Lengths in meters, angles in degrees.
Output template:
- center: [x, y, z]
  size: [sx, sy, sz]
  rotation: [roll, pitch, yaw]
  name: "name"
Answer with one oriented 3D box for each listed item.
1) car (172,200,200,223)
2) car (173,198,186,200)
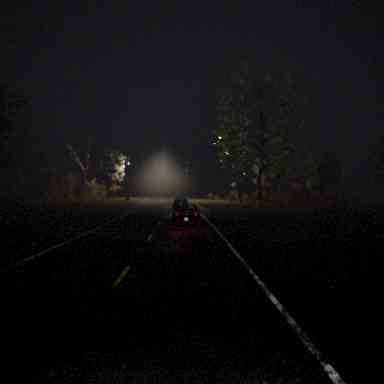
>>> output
- center: [-0.474, 1.496, 24.225]
  size: [1.895, 1.301, 4.718]
  rotation: [0, 0, -2]
  name: "car"
- center: [-1.412, 1.377, 41.016]
  size: [1.994, 1.385, 4.181]
  rotation: [0, 0, -4]
  name: "car"
